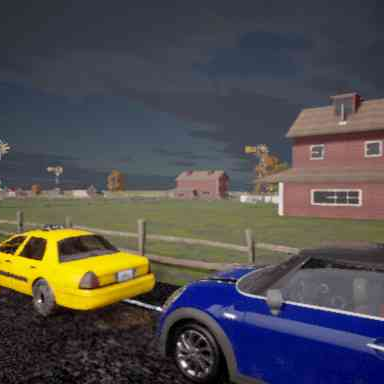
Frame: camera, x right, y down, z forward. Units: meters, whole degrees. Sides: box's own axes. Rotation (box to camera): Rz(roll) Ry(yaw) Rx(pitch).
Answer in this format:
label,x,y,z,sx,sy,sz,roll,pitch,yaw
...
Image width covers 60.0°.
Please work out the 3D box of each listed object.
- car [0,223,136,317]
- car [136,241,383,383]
label,x,y,z,sx,sy,sz,roll,pitch,yaw
car,-3.285,1.490,7.545,5.366,1.575,1.801,0,0,36
car,1.752,1.379,3.898,4.553,1.767,2.097,0,0,36
